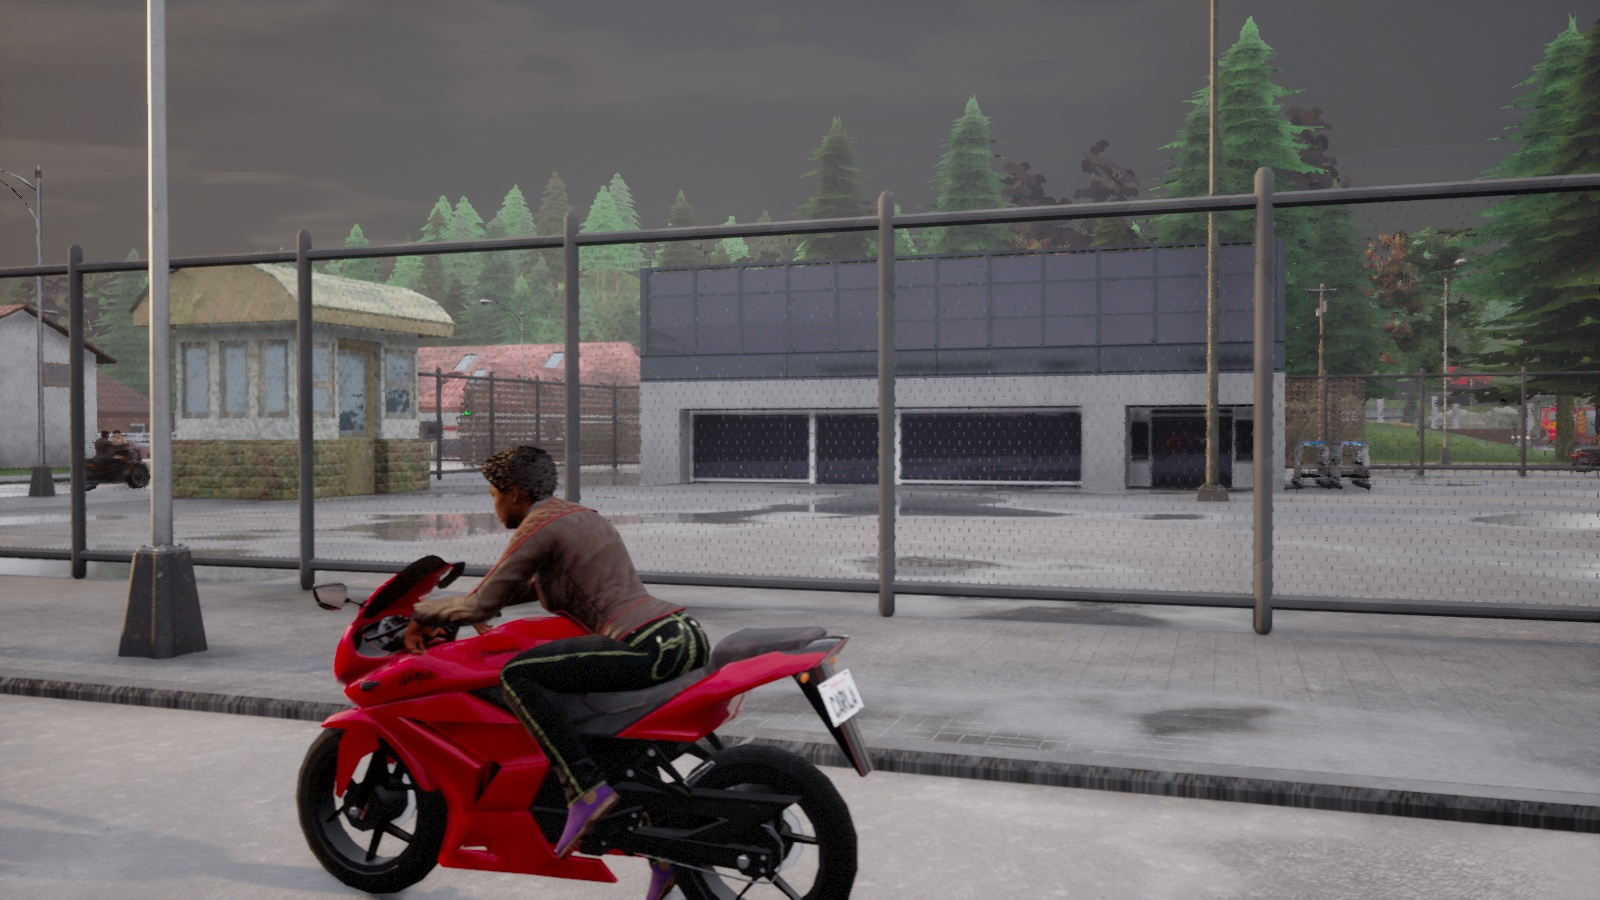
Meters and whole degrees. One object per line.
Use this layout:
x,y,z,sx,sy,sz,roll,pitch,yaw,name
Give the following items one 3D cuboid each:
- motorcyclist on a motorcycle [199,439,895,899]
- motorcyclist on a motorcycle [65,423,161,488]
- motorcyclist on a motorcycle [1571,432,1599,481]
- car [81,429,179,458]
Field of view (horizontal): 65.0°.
-0.794,0.737,3.999,2.044,1.523,0.797,1,1,19,motorcyclist on a motorcycle
-18.212,0.126,33.365,0.766,1.649,2.350,1,1,19,motorcyclist on a motorcycle
27.425,0.223,42.275,2.350,1.649,0.766,1,1,19,motorcyclist on a motorcycle
-33.564,-0.332,62.926,4.181,1.385,1.994,1,1,18,car
